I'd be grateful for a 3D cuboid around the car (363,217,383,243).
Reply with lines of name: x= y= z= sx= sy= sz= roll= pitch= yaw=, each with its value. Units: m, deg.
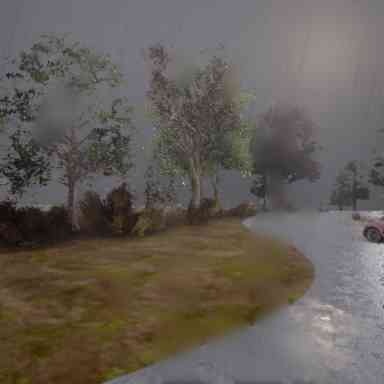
car: x=9.424 y=1.547 z=13.779 sx=1.994 sy=1.385 sz=4.181 roll=0 pitch=0 yaw=-32
